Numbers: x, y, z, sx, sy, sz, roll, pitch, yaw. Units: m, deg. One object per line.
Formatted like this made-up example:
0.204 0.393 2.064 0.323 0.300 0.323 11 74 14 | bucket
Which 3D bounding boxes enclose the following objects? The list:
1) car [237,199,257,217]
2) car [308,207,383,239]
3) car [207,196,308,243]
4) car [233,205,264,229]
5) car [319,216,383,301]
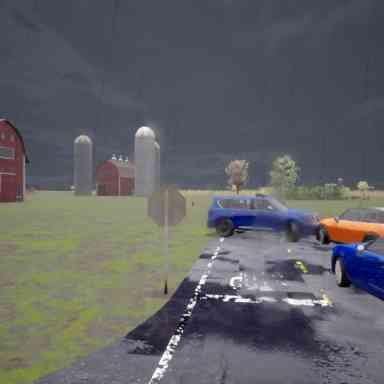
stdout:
5.453 1.502 33.022 1.837 1.490 4.892 0 0 9 | car
6.791 1.364 12.955 2.097 1.767 4.553 0 0 -10 | car
3.428 1.218 16.452 5.566 2.045 2.150 0 0 31 | car
3.818 1.601 22.711 1.895 1.301 4.718 0 0 9 | car
4.470 1.480 6.311 1.882 1.535 5.008 0 0 -3 | car
